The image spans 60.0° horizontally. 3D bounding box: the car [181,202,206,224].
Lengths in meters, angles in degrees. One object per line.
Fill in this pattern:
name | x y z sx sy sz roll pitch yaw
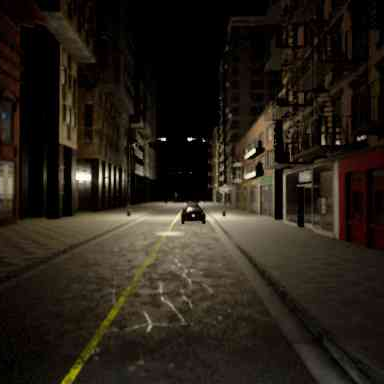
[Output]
car | 0.108 1.814 27.669 1.994 1.385 4.181 0 -1 0
